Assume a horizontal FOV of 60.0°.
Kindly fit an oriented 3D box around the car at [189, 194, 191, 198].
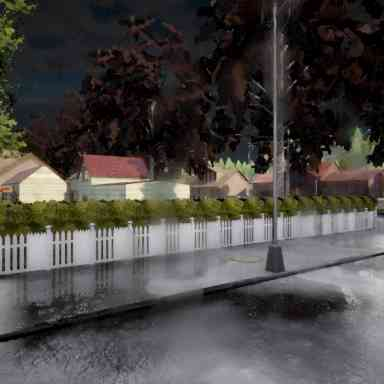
[{"bbox_3d":[-2.188,1.221,57.477,2.150,2.045,5.566,0,0,-35],"label":"car"}]
